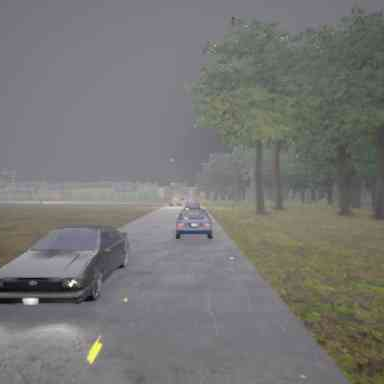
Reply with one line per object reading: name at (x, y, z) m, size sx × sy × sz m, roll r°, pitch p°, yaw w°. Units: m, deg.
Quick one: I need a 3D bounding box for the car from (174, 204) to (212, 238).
car at (0.094, 1.568, 17.794) m, size 2.033 × 1.411 × 5.357 m, roll 0°, pitch 0°, yaw 0°

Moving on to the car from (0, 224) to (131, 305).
car at (-2.854, 1.553, 8.549) m, size 2.033 × 1.411 × 5.357 m, roll 0°, pitch 0°, yaw 0°

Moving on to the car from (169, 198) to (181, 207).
car at (-2.769, 1.753, 56.021) m, size 1.812 × 1.442 × 4.674 m, roll 0°, pitch -1°, yaw 0°

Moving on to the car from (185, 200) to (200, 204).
car at (0.088, 1.686, 42.400) m, size 1.994 × 1.385 × 4.181 m, roll 0°, pitch 0°, yaw 0°
